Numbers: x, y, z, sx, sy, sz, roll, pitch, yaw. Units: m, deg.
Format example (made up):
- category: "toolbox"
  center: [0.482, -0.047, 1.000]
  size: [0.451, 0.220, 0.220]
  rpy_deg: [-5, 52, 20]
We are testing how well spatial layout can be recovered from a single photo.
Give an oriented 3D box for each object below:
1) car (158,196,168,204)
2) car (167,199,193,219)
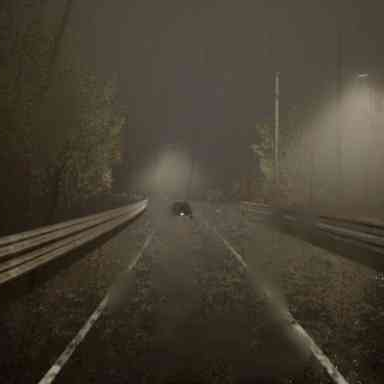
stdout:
- category: "car"
  center: [-5.591, 1.551, 65.096]
  size: [1.812, 1.442, 4.674]
  rpy_deg: [0, 0, -10]
- category: "car"
  center: [-0.987, 1.523, 29.115]
  size: [1.837, 1.490, 4.892]
  rpy_deg: [0, 0, -5]
